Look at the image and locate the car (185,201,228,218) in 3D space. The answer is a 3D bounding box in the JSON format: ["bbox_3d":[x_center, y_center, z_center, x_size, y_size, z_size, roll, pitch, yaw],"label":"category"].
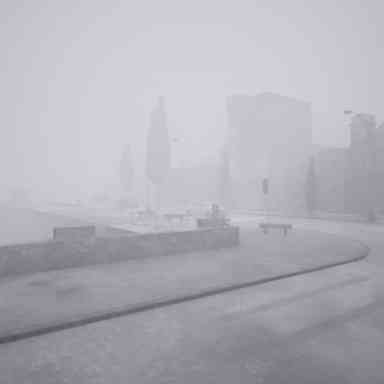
[{"bbox_3d":[1.176,1.524,29.482,1.812,1.442,4.674,0,0,-36],"label":"car"}]

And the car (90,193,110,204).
[{"bbox_3d":[-17.293,1.219,62.522,2.150,2.045,5.566,0,0,-36],"label":"car"}]

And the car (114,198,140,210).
[{"bbox_3d":[-8.465,1.502,42.982,1.837,1.490,4.892,0,0,-35],"label":"car"}]
